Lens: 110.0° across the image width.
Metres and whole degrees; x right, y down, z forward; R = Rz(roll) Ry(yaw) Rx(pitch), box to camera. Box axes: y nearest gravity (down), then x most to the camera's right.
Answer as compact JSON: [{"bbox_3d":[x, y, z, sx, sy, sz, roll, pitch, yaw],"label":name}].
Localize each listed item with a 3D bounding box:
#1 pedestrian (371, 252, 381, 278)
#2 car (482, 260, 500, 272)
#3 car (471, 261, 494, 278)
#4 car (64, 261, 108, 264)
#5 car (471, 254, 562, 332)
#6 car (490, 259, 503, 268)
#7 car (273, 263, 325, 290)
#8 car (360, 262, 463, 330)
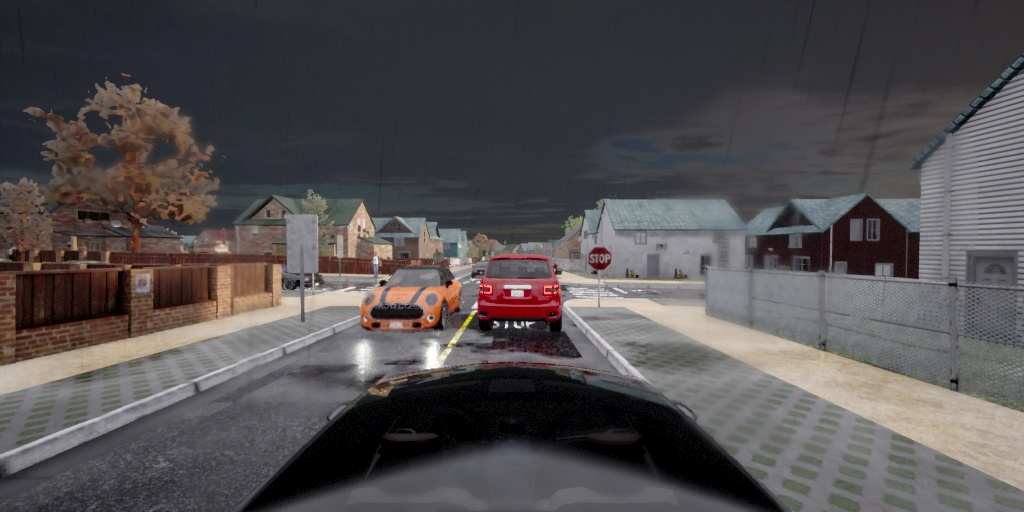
[{"bbox_3d":[-9.619,0.612,25.370,0.375,1.860,0.375,0,0,1],"label":"pedestrian"},{"bbox_3d":[-2.712,1.283,46.813,2.033,1.411,5.357,0,0,0],"label":"car"},{"bbox_3d":[-2.766,1.246,34.729,1.837,1.490,4.892,0,0,0],"label":"car"},{"bbox_3d":[-23.209,0.930,19.773,4.718,1.301,1.895,1,1,1],"label":"car"},{"bbox_3d":[0.369,0.969,11.060,2.150,2.045,5.566,0,0,5],"label":"car"},{"bbox_3d":[-2.649,1.215,62.489,2.128,1.511,4.902,0,0,0],"label":"car"},{"bbox_3d":[-13.210,1.082,19.550,5.357,1.411,2.033,1,1,3],"label":"car"},{"bbox_3d":[-2.823,1.099,10.994,2.097,1.767,4.553,0,0,0],"label":"car"}]
